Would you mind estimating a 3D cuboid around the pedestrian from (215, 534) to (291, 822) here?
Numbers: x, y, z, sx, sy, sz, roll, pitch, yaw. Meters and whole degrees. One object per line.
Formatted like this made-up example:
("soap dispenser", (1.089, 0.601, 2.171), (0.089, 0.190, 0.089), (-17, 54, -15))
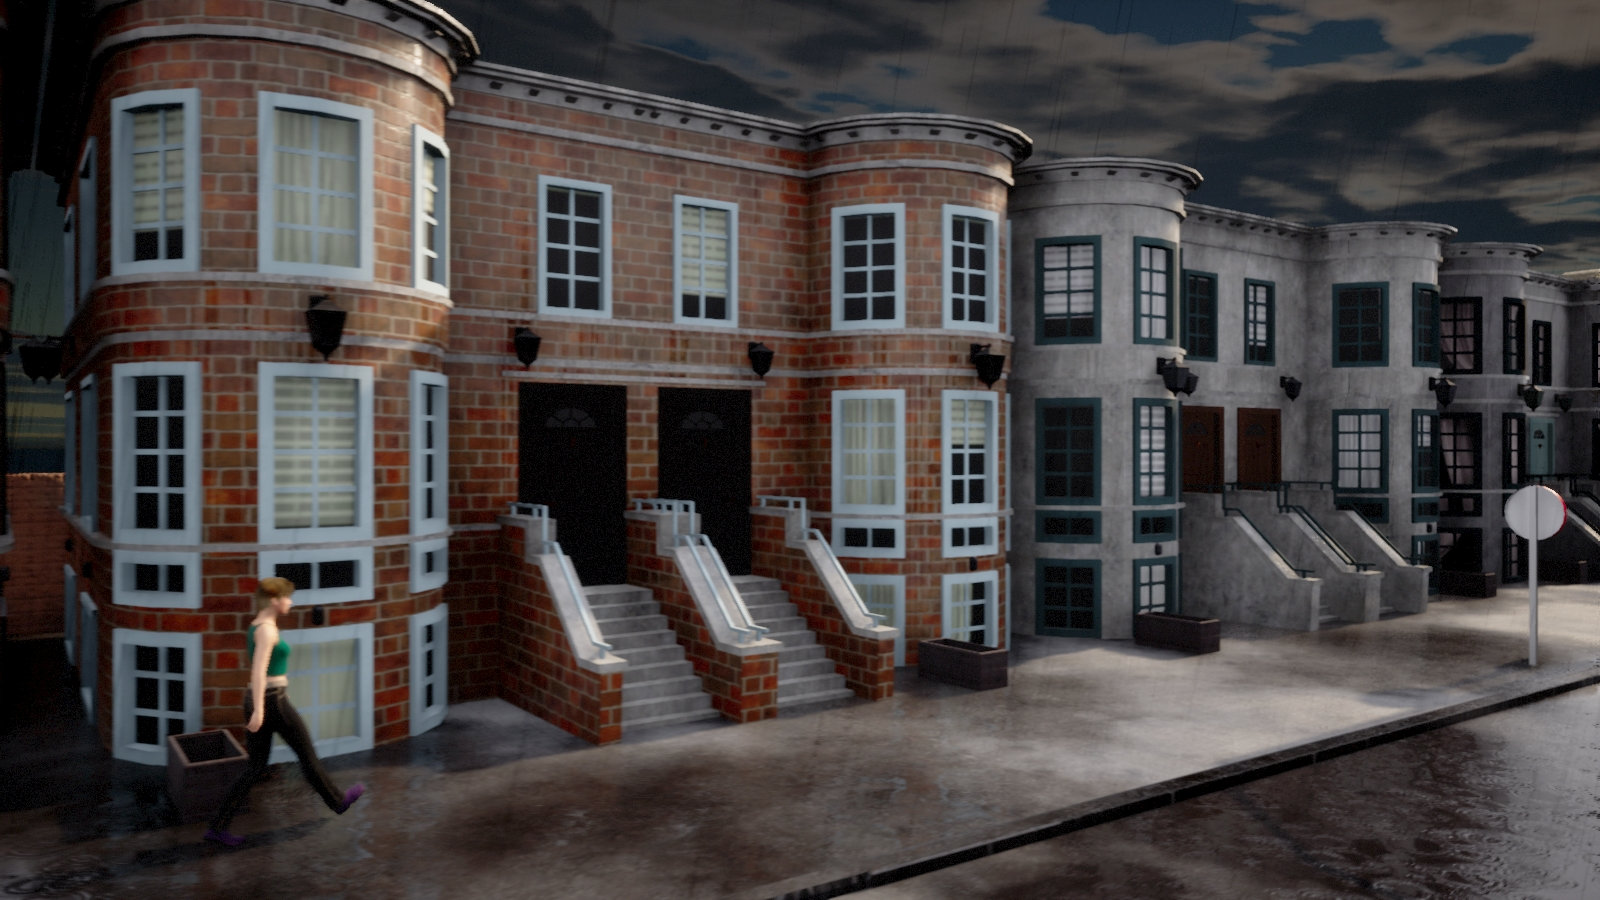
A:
("pedestrian", (-3.732, 1.524, 7.792), (0.375, 1.860, 0.375), (0, 0, -42))
